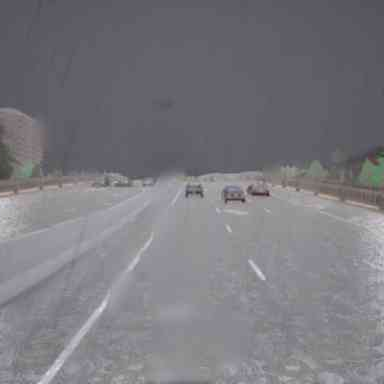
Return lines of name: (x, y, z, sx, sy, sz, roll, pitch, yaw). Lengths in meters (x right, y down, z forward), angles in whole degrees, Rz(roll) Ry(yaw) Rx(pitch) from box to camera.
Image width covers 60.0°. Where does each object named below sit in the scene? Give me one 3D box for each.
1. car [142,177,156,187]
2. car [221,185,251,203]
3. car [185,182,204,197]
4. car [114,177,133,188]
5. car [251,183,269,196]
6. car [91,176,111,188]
car: (-6.824, -1.568, 52.989, 2.128, 1.511, 4.902, 0, 4, 1)
car: (3.677, 0.155, 30.051, 2.033, 1.411, 5.357, 0, 4, 1)
car: (0.240, -0.333, 35.972, 2.128, 1.511, 4.902, 0, 4, 0)
car: (-10.340, -1.542, 50.624, 2.097, 1.767, 4.553, 0, 4, 1)
car: (7.247, -0.318, 36.914, 1.994, 1.385, 4.181, 0, 4, 0)
car: (-13.840, -1.548, 50.640, 2.097, 1.767, 4.553, 0, 4, 1)
